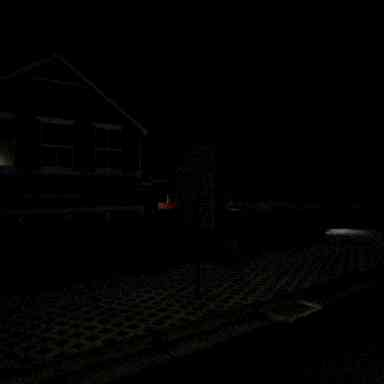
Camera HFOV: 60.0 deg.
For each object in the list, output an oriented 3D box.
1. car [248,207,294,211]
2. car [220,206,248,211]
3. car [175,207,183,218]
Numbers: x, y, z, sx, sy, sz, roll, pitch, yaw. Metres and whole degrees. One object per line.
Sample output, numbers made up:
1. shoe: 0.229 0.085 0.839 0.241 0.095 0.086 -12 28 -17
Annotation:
1. car: 6.781 1.875 23.891 1.837 1.490 4.892 -1 -1 -43
2. car: 3.790 2.062 31.423 5.357 1.411 2.033 -2 -1 45
3. car: -0.236 2.086 31.174 5.008 1.535 1.882 -2 -1 44
